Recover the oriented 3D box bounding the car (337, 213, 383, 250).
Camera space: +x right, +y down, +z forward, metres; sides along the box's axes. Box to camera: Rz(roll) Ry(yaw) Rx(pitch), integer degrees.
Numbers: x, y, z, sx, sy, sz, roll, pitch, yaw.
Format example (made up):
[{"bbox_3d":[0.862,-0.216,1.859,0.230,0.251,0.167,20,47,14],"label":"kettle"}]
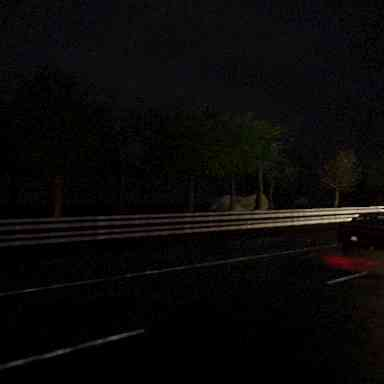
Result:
[{"bbox_3d":[8.126,1.614,13.963,5.008,1.535,1.882,0,0,-35],"label":"car"}]
